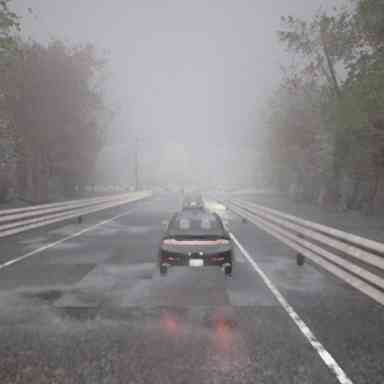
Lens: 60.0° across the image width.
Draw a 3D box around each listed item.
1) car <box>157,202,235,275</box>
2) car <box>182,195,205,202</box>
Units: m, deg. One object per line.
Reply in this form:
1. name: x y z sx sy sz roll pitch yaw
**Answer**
1. car: 0.098 1.278 9.694 2.128 1.511 4.902 0 1 0
2. car: 0.104 0.920 28.600 2.033 1.411 5.357 0 1 0
